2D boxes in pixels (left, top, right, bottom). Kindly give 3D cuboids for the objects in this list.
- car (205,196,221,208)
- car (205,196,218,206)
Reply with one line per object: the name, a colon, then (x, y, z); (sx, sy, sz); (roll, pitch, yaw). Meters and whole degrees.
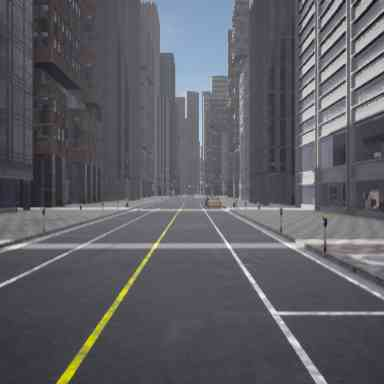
car: (3.150, 1.442, 47.737); (1.801, 1.575, 5.366); (0, 0, 0)
car: (3.146, 1.488, 54.547); (1.837, 1.490, 4.892); (0, 0, 0)
